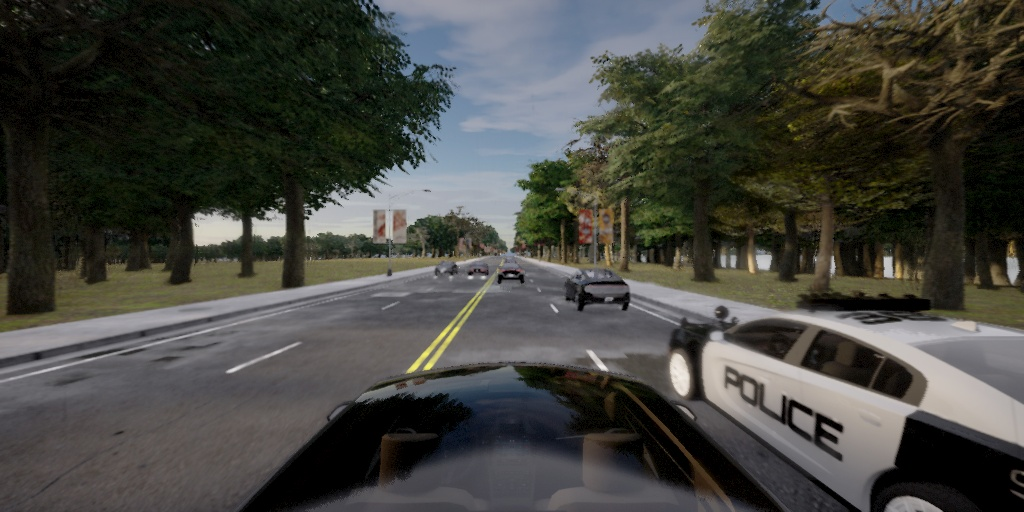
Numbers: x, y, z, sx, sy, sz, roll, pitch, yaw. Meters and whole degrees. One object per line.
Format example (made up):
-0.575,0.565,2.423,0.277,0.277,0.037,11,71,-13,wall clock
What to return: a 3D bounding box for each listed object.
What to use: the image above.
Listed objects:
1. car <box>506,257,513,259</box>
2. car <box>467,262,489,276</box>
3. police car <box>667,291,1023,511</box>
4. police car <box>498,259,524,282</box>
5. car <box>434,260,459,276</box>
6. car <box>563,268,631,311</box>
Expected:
-0.175,1.143,54.275,2.033,1.411,5.357,0,0,-1,car
-3.377,1.261,36.742,1.994,1.385,4.181,0,0,0,car
3.250,1.175,3.507,1.930,1.638,5.238,0,0,0,police car
-0.091,1.231,28.382,2.038,1.542,4.974,0,0,0,police car
-6.632,1.190,36.601,2.128,1.511,4.902,0,0,0,car
3.234,1.238,14.407,2.128,1.511,4.902,0,0,0,car
